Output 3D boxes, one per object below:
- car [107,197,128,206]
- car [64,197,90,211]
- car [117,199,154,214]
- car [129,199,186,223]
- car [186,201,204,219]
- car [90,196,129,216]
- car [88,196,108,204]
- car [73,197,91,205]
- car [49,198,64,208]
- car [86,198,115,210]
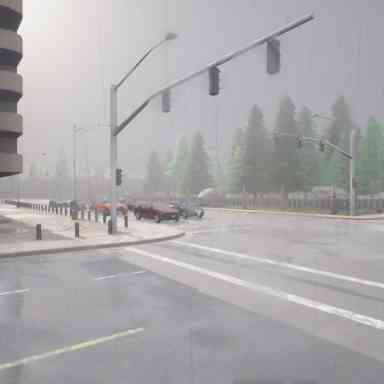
[{"bbox_3d":[-13.173,1.581,58.536,1.812,1.442,4.674,0,0,-37],"label":"car"},{"bbox_3d":[-13.748,1.547,41.307,2.128,1.511,4.902,0,0,-36],"label":"car"},{"bbox_3d":[-6.385,1.547,37.224,2.128,1.511,4.902,0,0,-36],"label":"car"},{"bbox_3d":[-2.851,1.533,26.553,1.882,1.535,5.008,0,0,-36],"label":"car"},{"bbox_3d":[-0.867,1.547,29.758,2.128,1.511,4.902,0,0,-36],"label":"car"},{"bbox_3d":[-8.320,1.407,33.947,2.097,1.767,4.553,0,0,-36],"label":"car"},{"bbox_3d":[-18.740,1.547,66.049,2.128,1.511,4.902,0,0,-36],"label":"car"},{"bbox_3d":[-20.807,1.656,62.957,1.895,1.301,4.718,0,0,-36],"label":"car"},{"bbox_3d":[-20.021,1.603,49.856,2.033,1.411,5.357,0,0,-36],"label":"car"},{"bbox_3d":[-12.552,1.603,45.580,2.033,1.411,5.357,0,0,-36],"label":"car"}]
